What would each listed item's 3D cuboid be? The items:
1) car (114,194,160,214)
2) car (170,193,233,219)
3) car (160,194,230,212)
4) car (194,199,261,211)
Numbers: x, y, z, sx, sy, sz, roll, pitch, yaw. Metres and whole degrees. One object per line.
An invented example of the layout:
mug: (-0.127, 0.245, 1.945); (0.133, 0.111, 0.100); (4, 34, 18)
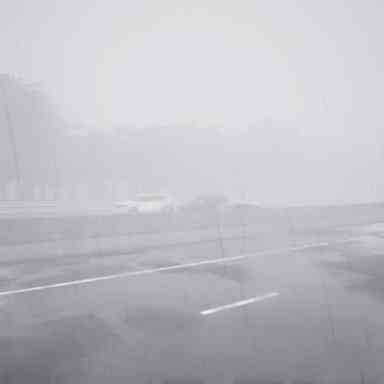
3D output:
car: (-4.227, 1.196, 30.035); (5.566, 2.045, 2.150); (0, 0, -38)
car: (0.917, 1.177, 30.175); (5.566, 2.045, 2.150); (0, 0, -35)
car: (0.663, 1.191, 25.845); (5.566, 2.045, 2.150); (0, 0, -35)
car: (2.858, 1.474, 23.110); (4.892, 1.490, 1.837); (0, 0, -35)
